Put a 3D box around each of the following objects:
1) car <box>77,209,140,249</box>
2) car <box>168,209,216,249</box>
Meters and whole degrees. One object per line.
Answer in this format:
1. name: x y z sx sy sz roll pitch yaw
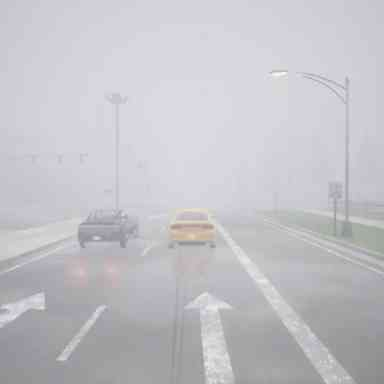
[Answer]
1. car: -3.500 1.493 14.650 2.128 1.511 4.902 0 0 0
2. car: 0.000 1.483 14.650 1.882 1.535 5.008 0 0 0
